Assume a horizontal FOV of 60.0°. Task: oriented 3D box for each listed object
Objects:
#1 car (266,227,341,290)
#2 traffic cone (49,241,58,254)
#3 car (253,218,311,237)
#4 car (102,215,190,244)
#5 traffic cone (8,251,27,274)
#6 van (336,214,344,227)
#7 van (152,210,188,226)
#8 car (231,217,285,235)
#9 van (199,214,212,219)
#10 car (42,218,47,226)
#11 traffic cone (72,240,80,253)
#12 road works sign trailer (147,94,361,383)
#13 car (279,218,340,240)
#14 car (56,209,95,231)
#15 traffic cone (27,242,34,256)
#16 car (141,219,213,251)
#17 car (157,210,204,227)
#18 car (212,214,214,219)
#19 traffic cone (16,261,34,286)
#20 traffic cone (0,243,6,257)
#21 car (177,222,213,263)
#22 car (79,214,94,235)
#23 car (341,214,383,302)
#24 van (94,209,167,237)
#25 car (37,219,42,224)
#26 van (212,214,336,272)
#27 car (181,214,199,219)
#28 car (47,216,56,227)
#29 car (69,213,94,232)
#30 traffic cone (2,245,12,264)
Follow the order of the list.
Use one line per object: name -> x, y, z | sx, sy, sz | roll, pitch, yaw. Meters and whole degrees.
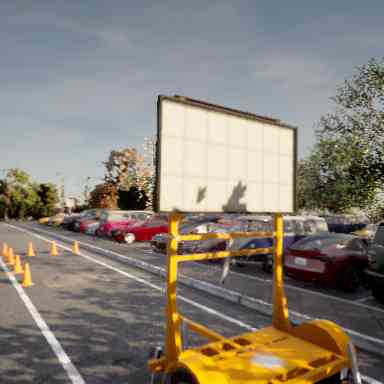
car -> 4.904, 2.047, 10.434 | 4.792, 1.488, 2.163 | 3, -3, -34
traffic cone -> -6.422, 2.583, 15.480 | 0.340, 0.580, 0.340 | 3, -3, -34
car -> 7.937, 3.034, 29.081 | 5.008, 1.535, 2.097 | 3, -4, -34
car -> -2.954, 2.492, 21.875 | 5.008, 1.535, 2.097 | 3, -4, -34
traffic cone -> -5.809, 2.376, 11.057 | 0.340, 0.580, 0.340 | 3, -3, -34
van -> 11.169, 2.624, 24.593 | 4.442, 1.987, 1.878 | 3, -4, -34
van -> -2.972, 3.507, 45.251 | 4.442, 1.987, 1.878 | 3, -4, -34
car -> 6.303, 3.133, 31.469 | 5.008, 1.535, 2.097 | 3, -4, -34
van -> 3.350, 3.099, 36.016 | 4.442, 1.987, 1.878 | 3, -4, -34
car -> -13.920, 3.185, 37.894 | 4.892, 1.521, 2.231 | 3, -4, -34
traffic cone -> -5.599, 2.624, 16.042 | 0.340, 0.580, 0.340 | 3, -3, -34
road works sign trailer -> 0.424, 0.688, 4.476 | 2.380, 3.560, 2.880 | 3, -3, -35
car -> 9.500, 2.940, 26.796 | 4.892, 1.521, 2.231 | 3, -4, -34
car -> -9.247, 2.621, 31.028 | 5.566, 2.045, 2.435 | 3, -4, -34
traffic cone -> -7.246, 2.541, 14.918 | 0.340, 0.580, 0.340 | 3, -3, -34
car -> 0.150, 2.330, 17.276 | 4.792, 1.488, 2.163 | 3, -4, -34
car -> -1.413, 3.362, 42.818 | 5.566, 2.045, 2.435 | 3, -4, -34
car -> 4.789, 3.098, 33.643 | 4.553, 1.767, 2.185 | 3, -4, -34
traffic cone -> -4.680, 2.315, 9.408 | 0.340, 0.580, 0.340 | 3, -3, -34
traffic cone -> -8.069, 2.499, 14.355 | 0.340, 0.580, 0.340 | 3, -3, -34
car -> 1.744, 2.247, 15.003 | 4.674, 1.452, 2.002 | 3, -4, -34
car -> -6.092, 2.723, 26.451 | 4.674, 1.452, 2.002 | 3, -4, -34
car -> 6.462, 1.687, 8.176 | 5.566, 2.045, 2.435 | 3, -3, -34
van -> -4.426, 2.367, 24.240 | 4.442, 1.987, 1.878 | 3, -4, -34
car -> -15.641, 3.292, 40.069 | 5.366, 1.575, 1.946 | 3, -4, -34
van -> 3.217, 1.881, 12.660 | 4.442, 1.987, 1.878 | 3, -4, -34
car -> 1.681, 3.415, 38.220 | 4.892, 1.521, 2.231 | 3, -4, -34
car -> -12.354, 3.074, 35.610 | 5.008, 1.535, 2.097 | 3, -4, -34
car -> -7.636, 2.809, 28.756 | 4.792, 1.488, 2.163 | 3, -4, -34
traffic cone -> -6.939, 2.437, 12.706 | 0.340, 0.580, 0.340 | 3, -3, -34
